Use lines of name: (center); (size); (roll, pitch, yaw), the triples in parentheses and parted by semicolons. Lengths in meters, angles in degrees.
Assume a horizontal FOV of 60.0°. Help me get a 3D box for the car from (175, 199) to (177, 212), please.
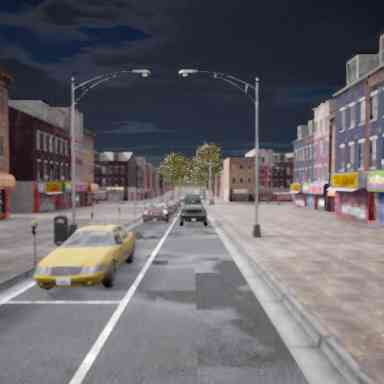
car: (-2.640, 1.633, 31.207); (1.802, 1.307, 4.206); (-1, 0, 0)

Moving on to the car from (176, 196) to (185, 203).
car: (-2.627, 1.774, 79.779); (1.967, 1.590, 4.097); (-2, 0, 0)

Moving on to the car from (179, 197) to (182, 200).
car: (-2.639, 1.650, 42.107); (2.008, 1.369, 4.403); (-2, 0, 0)

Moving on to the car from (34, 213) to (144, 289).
car: (-2.652, 1.525, 9.252); (1.752, 1.417, 4.829); (-1, 0, 0)

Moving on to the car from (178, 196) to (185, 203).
car: (-2.621, 1.893, 85.146); (1.752, 1.417, 4.829); (-2, 0, 0)

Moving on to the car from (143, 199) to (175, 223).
car: (-2.649, 1.472, 25.764); (1.967, 1.590, 4.097); (-2, 0, 0)

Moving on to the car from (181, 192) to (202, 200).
car: (0.118, 1.322, 42.629); (2.150, 2.045, 5.566); (0, 0, 0)

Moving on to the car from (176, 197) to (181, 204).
car: (-2.641, 1.624, 36.659); (2.008, 1.369, 4.403); (-2, 0, 0)

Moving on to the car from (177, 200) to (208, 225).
car: (0.113, 1.530, 23.893); (1.837, 1.490, 4.892); (0, 0, 0)
